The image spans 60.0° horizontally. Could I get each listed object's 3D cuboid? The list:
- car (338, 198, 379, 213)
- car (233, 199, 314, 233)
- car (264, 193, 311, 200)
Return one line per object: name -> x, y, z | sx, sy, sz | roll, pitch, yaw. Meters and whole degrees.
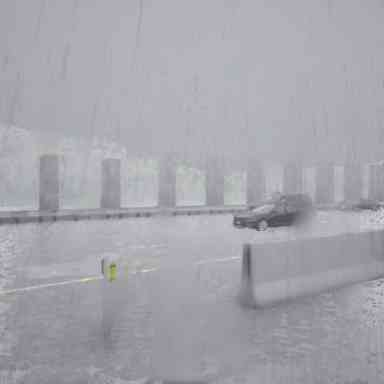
car -> 17.159, 1.341, 34.277 | 4.902, 1.511, 2.128 | 0, 0, -28
car -> 4.674, 1.392, 19.356 | 5.008, 1.535, 1.882 | 0, 0, -31
car -> 6.524, 1.115, 24.503 | 5.566, 2.045, 2.150 | 0, 0, -30
